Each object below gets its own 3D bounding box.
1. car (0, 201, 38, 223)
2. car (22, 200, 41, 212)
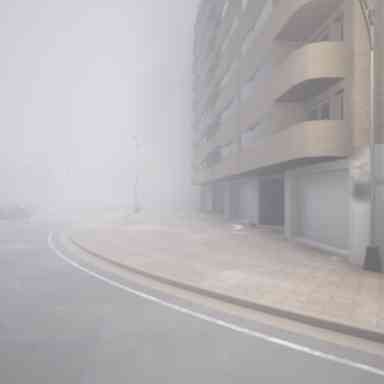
[{"bbox_3d":[-14.869,1.703,27.399,2.033,1.411,5.357,0,0,-7],"label":"car"},{"bbox_3d":[-19.895,1.729,40.221,2.128,1.511,4.902,0,-1,-5],"label":"car"}]
